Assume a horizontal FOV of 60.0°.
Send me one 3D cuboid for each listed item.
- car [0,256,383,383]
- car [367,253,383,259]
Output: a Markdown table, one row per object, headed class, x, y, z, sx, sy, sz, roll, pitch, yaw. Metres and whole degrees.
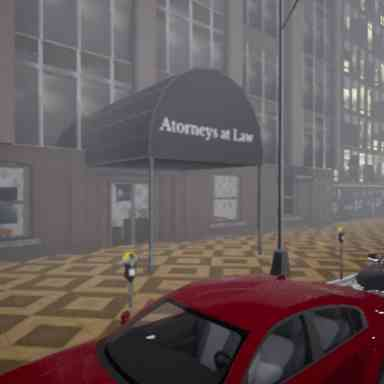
| class | x | y | z | sx | sy | sz | roll | pitch | yaw |
| --- | --- | --- | --- | --- | --- | --- | --- | --- | --- |
| car | 0.352 | 1.543 | 2.992 | 4.507 | 1.381 | 1.887 | 0 | 0 | -39 |
| car | 4.773 | 1.587 | 6.564 | 4.403 | 1.369 | 2.008 | 0 | 0 | -39 |
